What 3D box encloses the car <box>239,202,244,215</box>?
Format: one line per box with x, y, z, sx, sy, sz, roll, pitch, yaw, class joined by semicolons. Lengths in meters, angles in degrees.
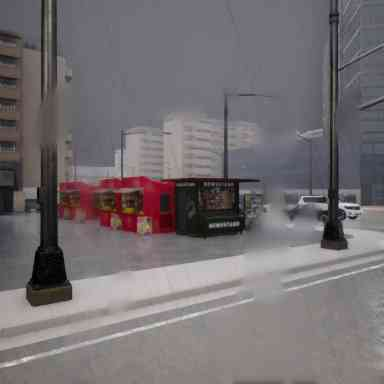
3.994;1.769;34.494;2.033;1.411;5.357;0;-1;-37;car

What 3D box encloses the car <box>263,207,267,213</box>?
5.984;1.789;37.717;2.033;1.411;5.357;0;-1;-36;car

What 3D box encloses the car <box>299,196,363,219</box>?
12.005;1.339;29.426;2.150;2.045;5.566;0;-1;-36;car

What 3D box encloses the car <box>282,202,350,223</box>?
9.676;1.707;26.696;1.895;1.301;4.718;0;-1;-37;car
